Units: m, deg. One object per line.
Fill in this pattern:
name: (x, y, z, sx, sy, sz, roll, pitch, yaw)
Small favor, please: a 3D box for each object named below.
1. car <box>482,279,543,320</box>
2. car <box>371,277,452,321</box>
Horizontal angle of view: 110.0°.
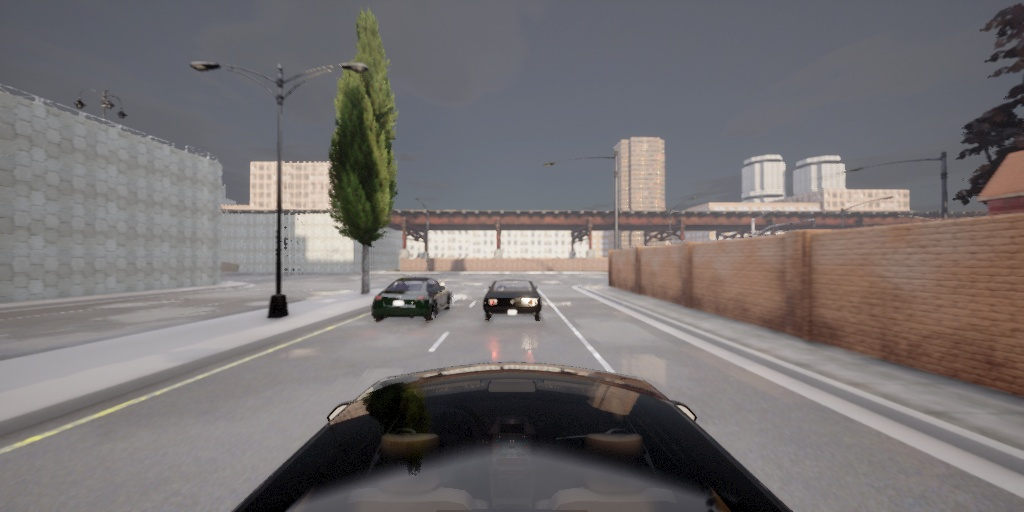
car: (0.036, 1.480, 13.250, 1.895, 1.301, 4.718, 0, -1, 1)
car: (-3.466, 1.441, 13.060, 1.994, 1.385, 4.181, 0, -1, 1)
